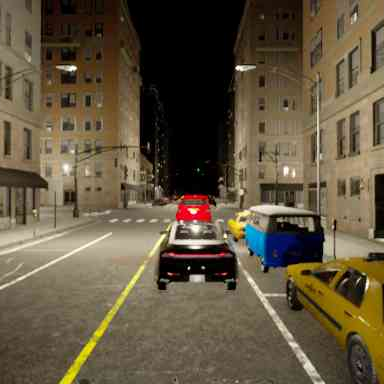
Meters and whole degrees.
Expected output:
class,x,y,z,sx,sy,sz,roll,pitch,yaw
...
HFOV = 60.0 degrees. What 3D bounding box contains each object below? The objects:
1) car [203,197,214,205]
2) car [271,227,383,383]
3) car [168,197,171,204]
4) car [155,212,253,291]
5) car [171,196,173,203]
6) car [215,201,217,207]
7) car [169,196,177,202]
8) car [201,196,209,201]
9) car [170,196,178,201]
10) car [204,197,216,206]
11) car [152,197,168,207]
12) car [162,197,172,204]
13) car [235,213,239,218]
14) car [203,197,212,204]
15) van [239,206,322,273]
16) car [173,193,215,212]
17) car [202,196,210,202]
class,x,y,z,sx,sy,sz,roll,pitch,yaw
car,3.199,1.713,64.847,2.008,1.369,4.403,1,0,1
car,2.681,1.539,4.947,1.752,1.417,4.829,1,0,0
car,-5.402,1.717,59.430,1.947,1.339,4.313,1,0,1
car,0.109,1.516,9.080,2.128,1.511,4.902,0,0,0
car,-5.325,1.715,64.958,2.008,1.369,4.403,1,0,1
car,3.047,1.702,53.787,1.947,1.339,4.313,1,0,1
car,-5.021,1.739,86.904,1.752,1.417,4.829,1,0,1
car,3.582,1.775,92.498,2.008,1.369,4.403,1,0,1
car,-4.943,1.792,92.602,1.947,1.339,4.313,1,0,1
car,3.123,1.694,59.317,1.887,1.381,4.507,1,0,1
car,-5.479,1.720,53.901,1.802,1.307,4.206,1,0,1
car,-5.249,1.722,70.487,1.887,1.381,4.507,1,0,1
car,2.693,1.568,16.294,1.752,1.417,4.829,1,0,0
car,3.276,1.720,70.378,1.887,1.381,4.507,1,0,1
van,2.688,1.369,10.451,1.690,1.788,3.998,1,0,0
car,0.188,1.279,22.131,2.150,2.045,5.566,0,0,2
car,3.429,1.766,81.438,1.947,1.339,4.313,1,0,1
